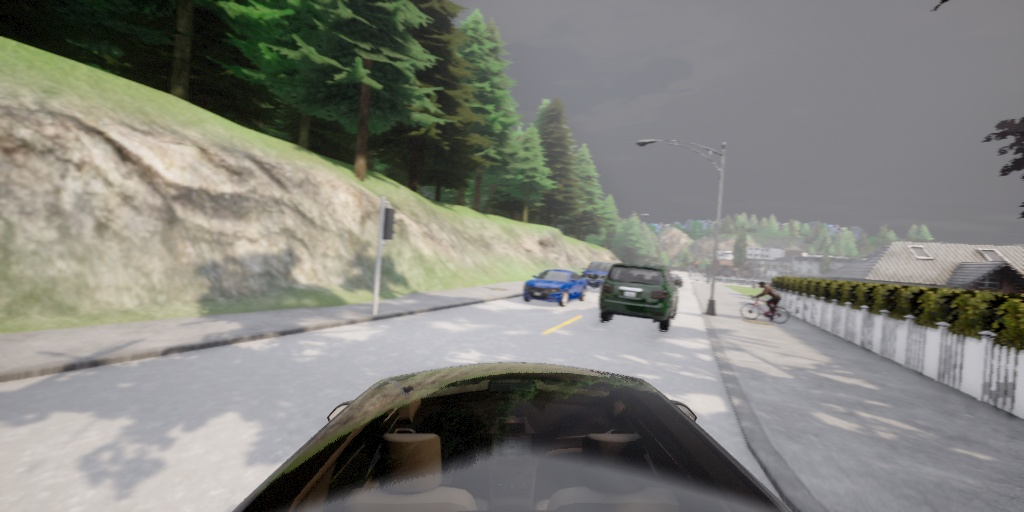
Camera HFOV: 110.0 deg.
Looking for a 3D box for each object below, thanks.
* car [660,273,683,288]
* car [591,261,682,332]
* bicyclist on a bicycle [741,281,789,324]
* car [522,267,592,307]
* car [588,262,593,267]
[{"bbox_3d":[17.304,2.611,38.762,1.994,1.385,4.181,4,0,27],"label":"car"},{"bbox_3d":[4.751,1.324,13.021,2.150,2.045,5.566,5,0,28],"label":"car"},{"bbox_3d":[10.304,1.873,14.584,1.656,1.620,0.582,5,-1,26],"label":"bicyclist on a bicycle"},{"bbox_3d":[2.166,1.379,17.034,1.882,1.535,5.008,4,0,26],"label":"car"},{"bbox_3d":[6.519,1.449,25.955,2.150,2.045,5.566,4,0,26],"label":"car"}]
